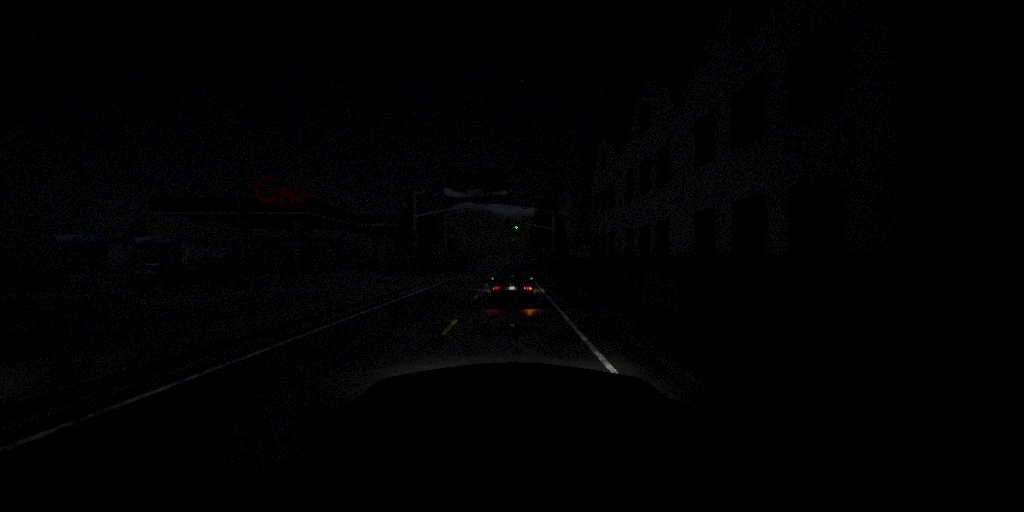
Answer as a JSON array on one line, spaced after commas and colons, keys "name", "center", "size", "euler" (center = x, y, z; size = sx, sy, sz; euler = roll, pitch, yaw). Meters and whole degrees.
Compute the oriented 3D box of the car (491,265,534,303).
[{"name": "car", "center": [0.000, 1.311, 16.500], "size": [2.033, 1.411, 5.357], "euler": [0, 0, 0]}]
